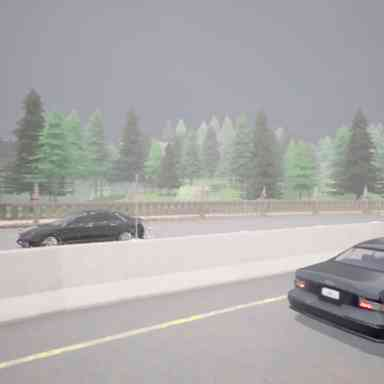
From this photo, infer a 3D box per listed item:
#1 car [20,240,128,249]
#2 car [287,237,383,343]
[{"bbox_3d":[-4.344,1.500,13.451,4.892,1.490,1.837,0,0,-32],"label":"car"},{"bbox_3d":[4.238,1.575,6.258,5.357,1.411,2.033,0,0,-30],"label":"car"}]
